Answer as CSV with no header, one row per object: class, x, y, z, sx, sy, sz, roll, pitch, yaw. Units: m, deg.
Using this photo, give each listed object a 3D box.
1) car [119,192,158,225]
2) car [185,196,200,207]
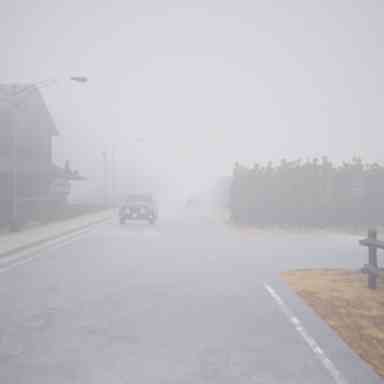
car,-3.531,1.044,22.847,2.150,2.045,5.566,0,0,-2
car,0.092,1.187,43.216,1.812,1.442,4.674,0,1,0
